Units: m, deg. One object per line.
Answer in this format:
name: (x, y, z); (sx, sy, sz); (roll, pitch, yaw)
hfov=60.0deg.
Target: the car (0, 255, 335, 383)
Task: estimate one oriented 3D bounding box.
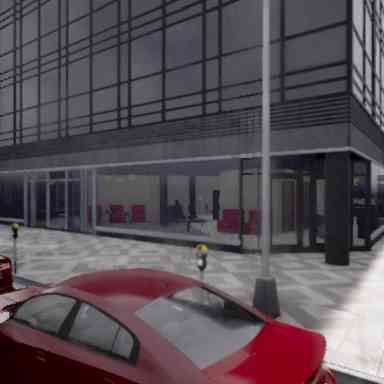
car: (-0.897, 1.531, 3.606); (4.507, 1.381, 1.887); (0, 0, 35)
